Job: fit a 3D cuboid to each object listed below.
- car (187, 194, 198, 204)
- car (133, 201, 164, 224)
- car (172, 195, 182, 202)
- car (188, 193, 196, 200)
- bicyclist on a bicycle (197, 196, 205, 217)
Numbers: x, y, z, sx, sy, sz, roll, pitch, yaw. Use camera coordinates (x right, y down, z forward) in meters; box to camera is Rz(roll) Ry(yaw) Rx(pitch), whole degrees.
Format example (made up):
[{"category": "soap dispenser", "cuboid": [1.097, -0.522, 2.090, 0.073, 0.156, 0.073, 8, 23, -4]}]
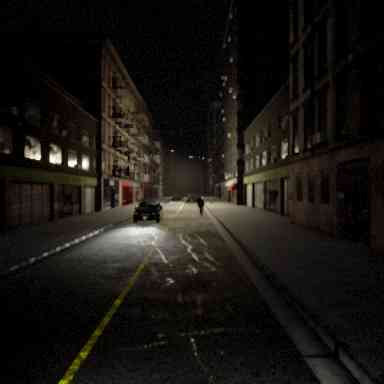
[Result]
[{"category": "car", "cuboid": [0.041, 1.266, 58.738, 1.812, 1.442, 4.674, 0, 1, 1]}, {"category": "car", "cuboid": [-3.092, 1.418, 24.280, 2.128, 1.511, 4.902, 0, 0, 0]}, {"category": "car", "cuboid": [-2.991, 1.289, 65.462, 1.895, 1.301, 4.718, 0, 0, 0]}, {"category": "car", "cuboid": [0.021, 1.081, 77.292, 1.882, 1.535, 5.008, 0, 0, 0]}, {"category": "bicyclist on a bicycle", "cuboid": [0.832, 1.364, 28.456, 0.582, 1.620, 1.656, 0, 0, 0]}]
